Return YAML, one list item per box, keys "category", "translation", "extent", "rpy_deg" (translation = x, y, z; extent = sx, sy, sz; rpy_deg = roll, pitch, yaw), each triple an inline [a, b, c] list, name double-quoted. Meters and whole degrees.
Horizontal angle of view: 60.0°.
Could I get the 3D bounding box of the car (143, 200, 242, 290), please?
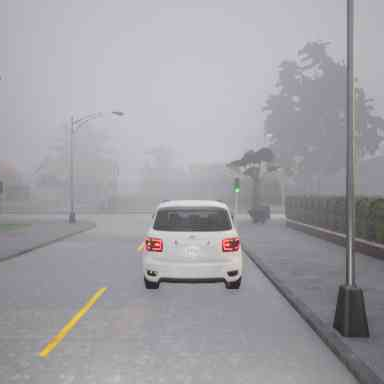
- category: "car"
  translation: [0.028, 1.221, 9.200]
  extent: [2.150, 2.045, 5.566]
  rpy_deg: [0, 0, 0]
